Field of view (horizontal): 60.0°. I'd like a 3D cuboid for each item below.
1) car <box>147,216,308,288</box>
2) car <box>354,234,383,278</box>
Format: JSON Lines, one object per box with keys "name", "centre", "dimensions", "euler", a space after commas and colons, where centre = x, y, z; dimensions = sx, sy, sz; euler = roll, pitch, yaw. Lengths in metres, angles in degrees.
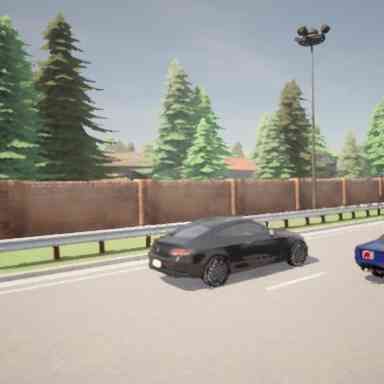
{"name": "car", "centre": [1.079, 1.364, 8.816], "dimensions": [4.674, 1.442, 1.812], "euler": [-2, 1, -35]}
{"name": "car", "centre": [6.018, 1.342, 8.033], "dimensions": [4.718, 1.301, 1.895], "euler": [-2, 1, -35]}
